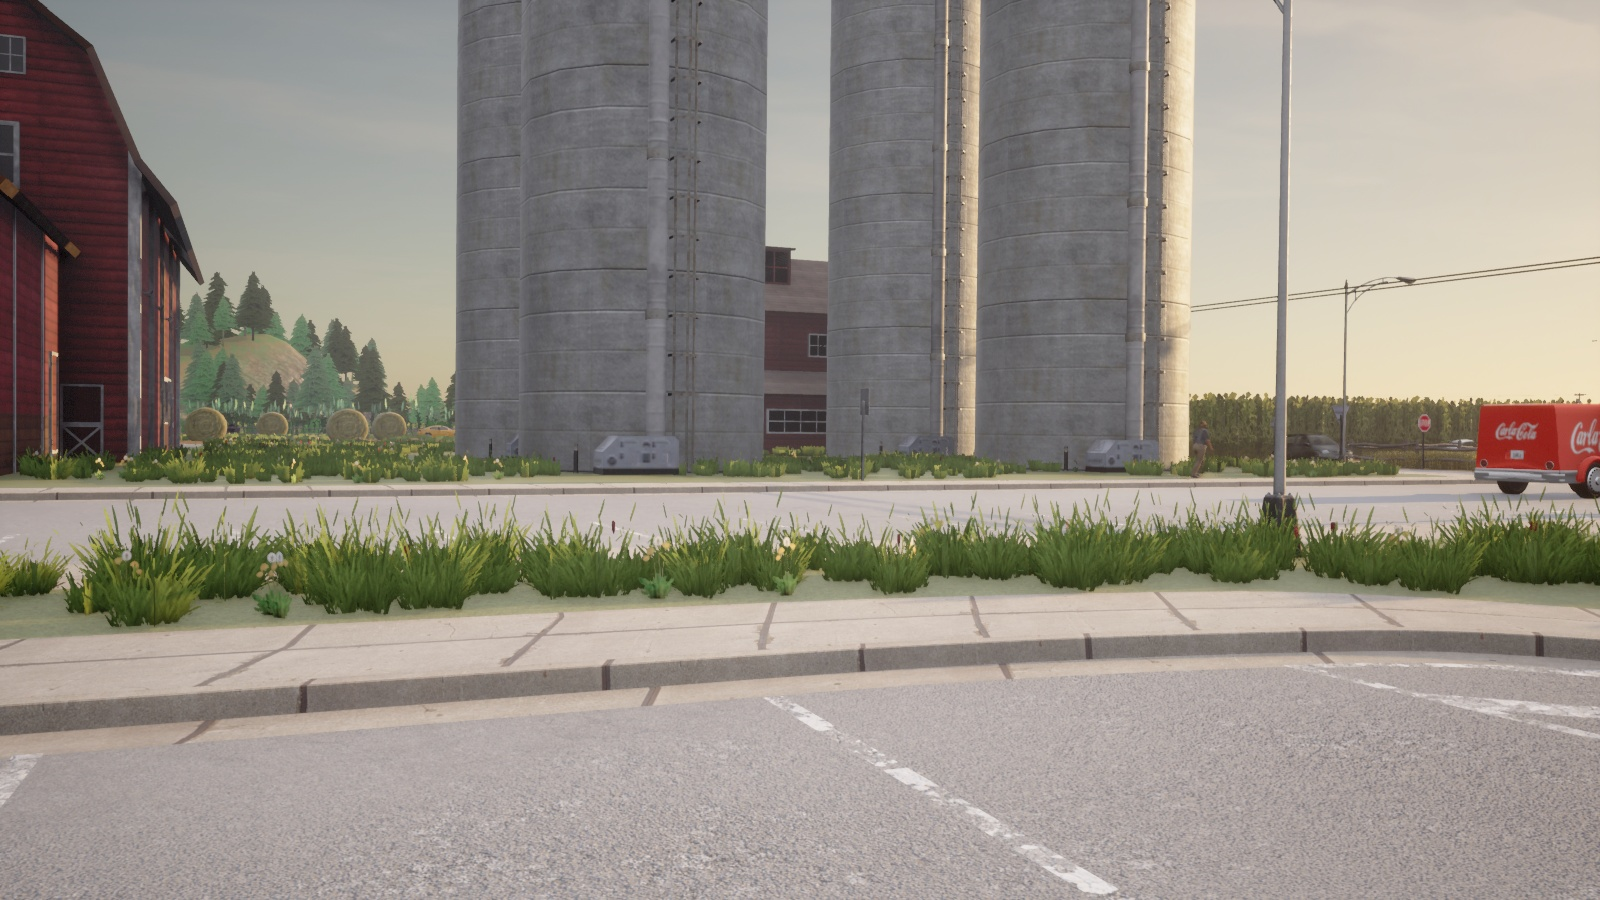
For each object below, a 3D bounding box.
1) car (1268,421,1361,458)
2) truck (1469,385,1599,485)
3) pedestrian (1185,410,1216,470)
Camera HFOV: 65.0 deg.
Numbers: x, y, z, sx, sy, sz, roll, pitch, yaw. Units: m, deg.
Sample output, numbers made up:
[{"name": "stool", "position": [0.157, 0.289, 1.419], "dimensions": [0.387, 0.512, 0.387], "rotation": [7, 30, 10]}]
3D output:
[{"name": "car", "position": [23.265, -0.481, 56.920], "dimensions": [1.851, 1.617, 3.988], "rotation": [-1, 1, -15]}, {"name": "truck", "position": [20.828, -0.451, 33.490], "dimensions": [5.204, 2.467, 2.627], "rotation": [-2, 1, -24]}, {"name": "pedestrian", "position": [12.338, -0.309, 38.677], "dimensions": [0.694, 1.848, 0.540], "rotation": [-1, 1, -20]}]
